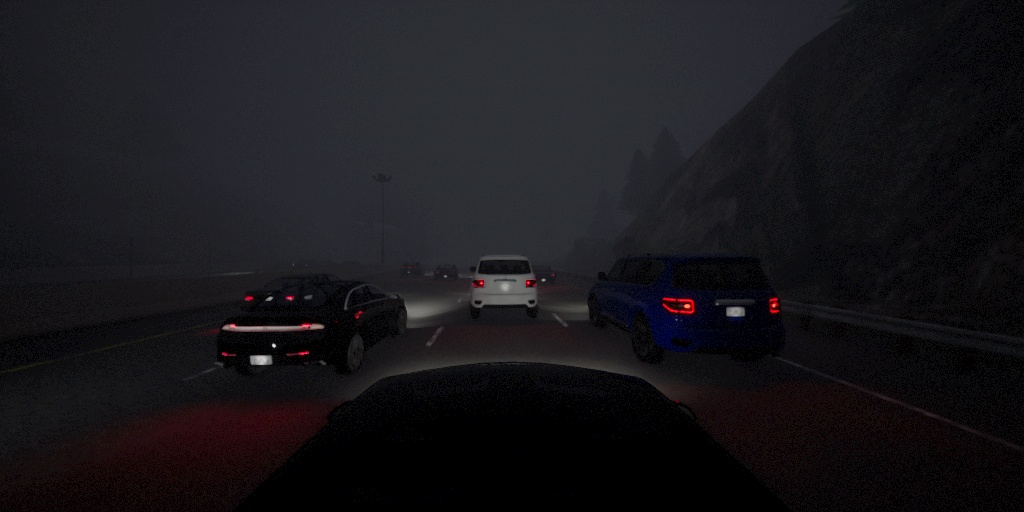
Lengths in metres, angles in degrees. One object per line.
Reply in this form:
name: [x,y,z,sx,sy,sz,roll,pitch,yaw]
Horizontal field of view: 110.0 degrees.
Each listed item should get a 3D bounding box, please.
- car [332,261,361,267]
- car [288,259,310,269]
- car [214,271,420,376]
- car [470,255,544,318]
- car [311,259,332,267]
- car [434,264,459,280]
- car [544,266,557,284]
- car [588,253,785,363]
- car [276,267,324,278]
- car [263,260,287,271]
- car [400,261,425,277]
car: [-21.853,1.344,48.323,2.033,1.411,5.357,0,0,-6]
car: [-29.172,1.165,50.839,2.097,1.767,4.553,0,0,-6]
car: [-3.608,1.249,7.467,2.128,1.511,4.902,0,0,-2]
car: [-0.374,0.972,13.254,2.150,2.045,5.566,0,0,-4]
car: [-25.487,1.330,49.325,1.812,1.442,4.674,0,0,-6]
car: [-5.655,1.362,31.354,1.895,1.301,4.718,0,0,-6]
car: [1.913,1.346,26.600,1.895,1.301,4.718,0,0,-6]
car: [3.390,0.964,8.276,2.150,2.045,5.566,0,0,-2]
car: [-7.355,1.313,13.127,2.033,1.411,5.357,0,0,-4]
car: [-32.583,1.312,49.902,2.128,1.511,4.902,0,0,-6]
car: [-9.571,1.262,34.798,2.128,1.511,4.902,0,0,-6]
